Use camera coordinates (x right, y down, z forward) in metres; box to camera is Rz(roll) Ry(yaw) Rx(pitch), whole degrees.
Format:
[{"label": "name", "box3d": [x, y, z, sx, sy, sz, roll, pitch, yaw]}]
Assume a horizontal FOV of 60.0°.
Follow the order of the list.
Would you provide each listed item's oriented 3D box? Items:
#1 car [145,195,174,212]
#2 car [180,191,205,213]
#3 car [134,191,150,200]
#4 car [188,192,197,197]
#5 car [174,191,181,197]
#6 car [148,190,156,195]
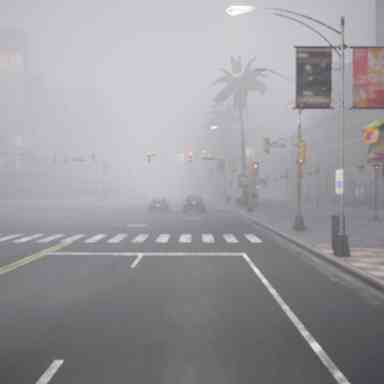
[{"label": "car", "box3d": [-3.291, 1.261, 34.254, 1.994, 1.385, 4.181, 0, 1, 0]}, {"label": "car", "box3d": [0.205, 1.059, 33.227, 2.097, 1.767, 4.553, 0, 1, 0]}, {"label": "car", "box3d": [-10.287, 0.952, 67.075, 2.033, 1.411, 5.357, 0, 1, 0]}, {"label": "car", "box3d": [0.109, 0.733, 92.854, 1.994, 1.385, 4.181, 0, 1, -4]}, {"label": "car", "box3d": [-3.343, 0.663, 91.731, 1.882, 1.535, 5.008, 0, 1, -4]}, {"label": "car", "box3d": [-10.233, 0.493, 82.982, 2.150, 2.045, 5.566, 0, 1, 0]}]
